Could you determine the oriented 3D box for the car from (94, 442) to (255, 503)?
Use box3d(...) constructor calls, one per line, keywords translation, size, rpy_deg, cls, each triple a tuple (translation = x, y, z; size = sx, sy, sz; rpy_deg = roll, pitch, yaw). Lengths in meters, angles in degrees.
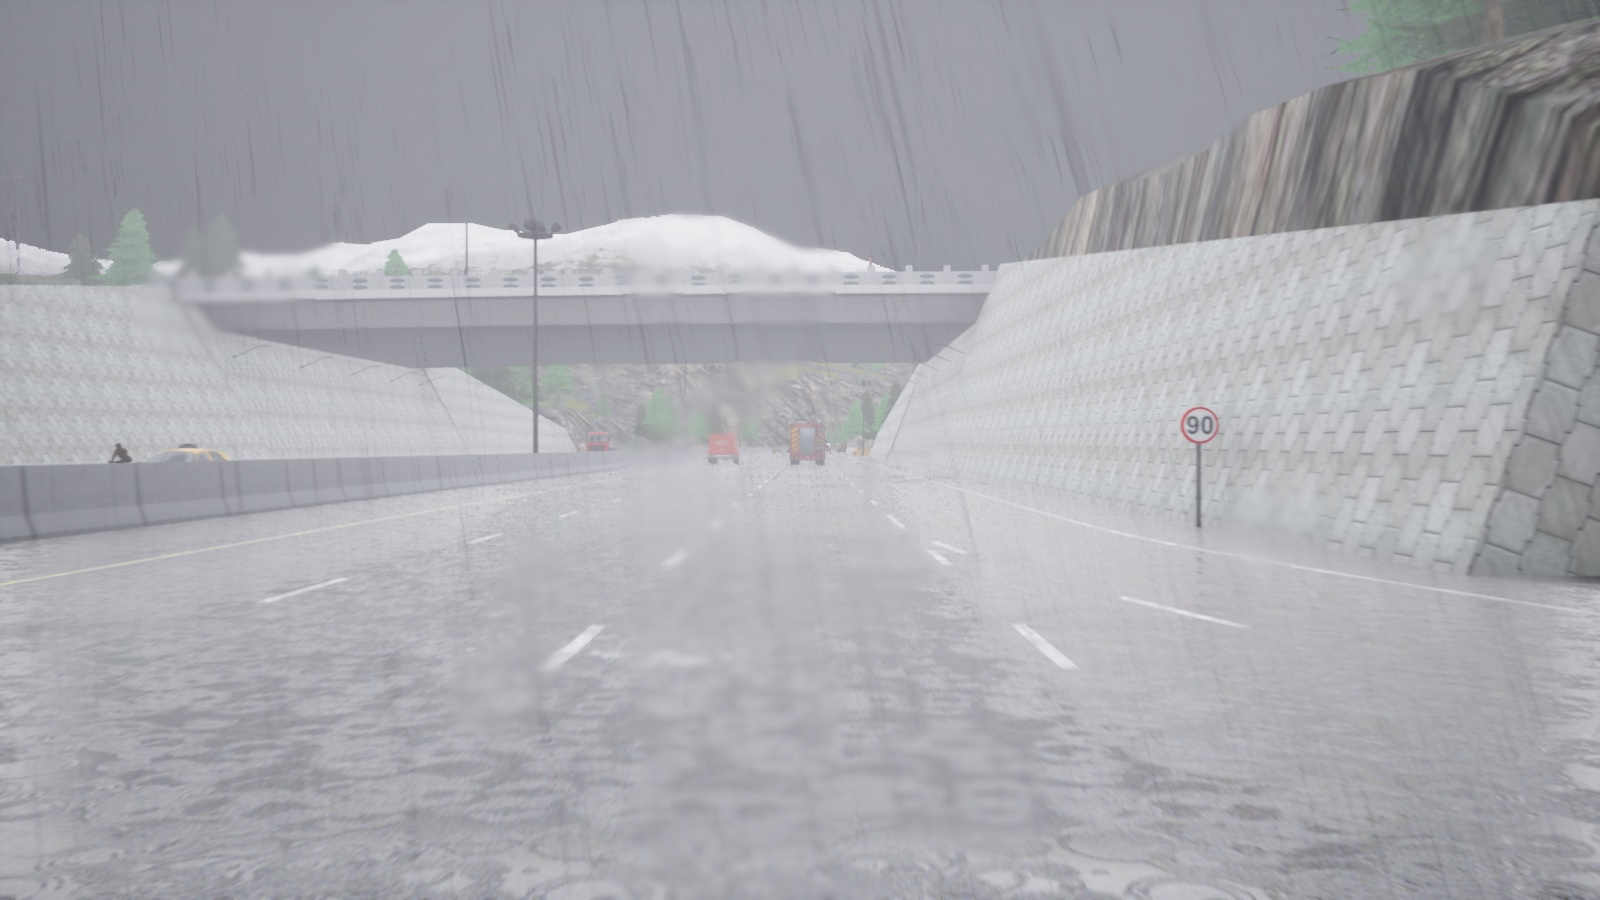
box3d(translation=(-17.284, 0.571, 35.058), size=(1.801, 1.575, 5.366), rpy_deg=(0, 0, 0), cls="car")
